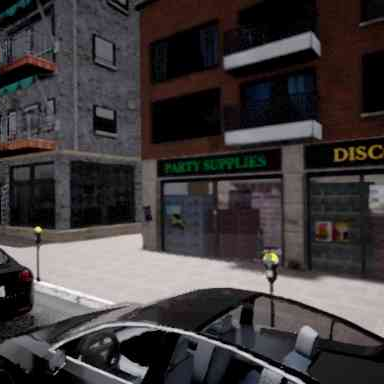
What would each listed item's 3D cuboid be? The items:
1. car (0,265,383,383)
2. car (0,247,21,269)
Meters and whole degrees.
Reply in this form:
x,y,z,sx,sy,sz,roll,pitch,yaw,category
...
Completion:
x,y,z,sx,sy,sz,roll,pitch,yaw,category
-0.029,1.565,2.911,4.313,1.339,1.947,0,-1,35,car
-4.667,1.560,6.217,4.313,1.339,1.947,0,-1,35,car
